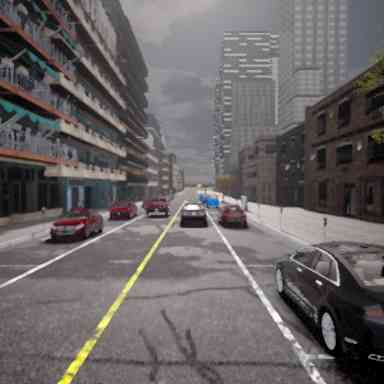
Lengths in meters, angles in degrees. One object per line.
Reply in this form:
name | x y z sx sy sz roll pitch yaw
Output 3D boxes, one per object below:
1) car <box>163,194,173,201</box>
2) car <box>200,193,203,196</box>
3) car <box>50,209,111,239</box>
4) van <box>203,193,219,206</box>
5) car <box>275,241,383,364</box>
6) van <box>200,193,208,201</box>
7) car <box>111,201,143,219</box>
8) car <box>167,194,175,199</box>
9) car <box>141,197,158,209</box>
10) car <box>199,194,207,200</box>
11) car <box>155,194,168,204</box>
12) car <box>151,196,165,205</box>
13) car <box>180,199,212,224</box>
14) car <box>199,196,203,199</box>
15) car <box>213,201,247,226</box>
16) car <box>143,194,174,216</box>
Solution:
car | -5.667 1.301 78.343 2.008 1.369 4.403 -1 0 0
car | 2.703 1.376 56.061 1.887 1.381 4.507 -1 0 0
car | -5.695 1.536 16.959 1.802 1.307 4.206 -1 0 0
van | 2.694 1.209 44.900 1.690 1.788 3.998 -1 0 0
car | 2.684 1.535 5.840 2.008 1.369 4.403 -1 0 0
van | 2.710 1.091 78.381 1.690 1.788 3.998 -1 0 0
car | -5.690 1.465 28.119 1.887 1.381 4.507 -1 0 0
car | -5.662 1.250 89.505 1.887 1.381 4.507 -1 0 0
car | -5.682 1.450 44.861 1.802 1.307 4.206 -1 0 0
car | 2.716 1.294 83.962 1.947 1.339 4.313 -1 0 0
car | -5.676 1.253 61.602 1.967 1.590 4.097 -1 0 0
car | -5.677 1.383 56.023 2.008 1.369 4.403 -1 0 0
car | 0.112 1.480 24.107 2.033 1.411 5.357 0 0 0
car | 0.120 1.477 42.125 1.895 1.301 4.718 0 0 0
car | 2.688 1.519 22.581 1.802 1.307 4.206 -1 0 0
car | -2.986 1.197 30.317 1.882 1.535 5.008 0 0 0
